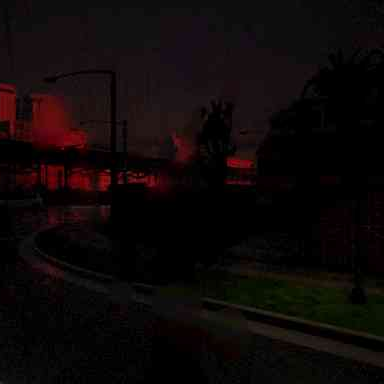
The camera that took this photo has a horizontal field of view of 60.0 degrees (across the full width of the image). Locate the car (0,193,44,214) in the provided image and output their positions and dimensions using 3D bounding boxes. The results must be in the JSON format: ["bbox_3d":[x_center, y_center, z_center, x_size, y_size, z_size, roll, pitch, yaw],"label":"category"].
[{"bbox_3d":[-18.484,1.141,34.833,2.150,2.045,5.566,0,0,37],"label":"car"}]

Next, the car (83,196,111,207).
[{"bbox_3d":[-13.272,1.300,47.591,1.812,1.442,4.674,0,1,37],"label":"car"}]
